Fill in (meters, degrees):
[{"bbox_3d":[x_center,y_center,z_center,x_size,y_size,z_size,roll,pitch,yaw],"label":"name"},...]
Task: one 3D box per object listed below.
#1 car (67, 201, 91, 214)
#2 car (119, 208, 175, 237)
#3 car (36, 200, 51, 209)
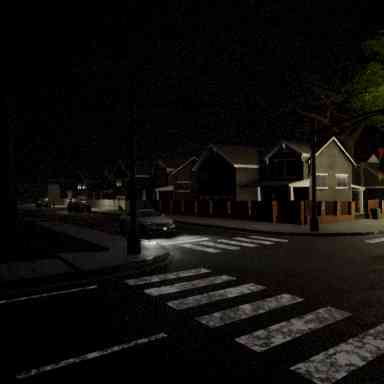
[{"bbox_3d":[-13.883,1.895,40.806,2.128,1.511,4.902,-1,0,-35],"label":"car"},{"bbox_3d":[-2.805,1.718,19.735,1.812,1.442,4.674,-1,0,-35],"label":"car"},{"bbox_3d":[-26.072,2.156,58.373,2.128,1.511,4.902,-1,0,-35],"label":"car"}]
